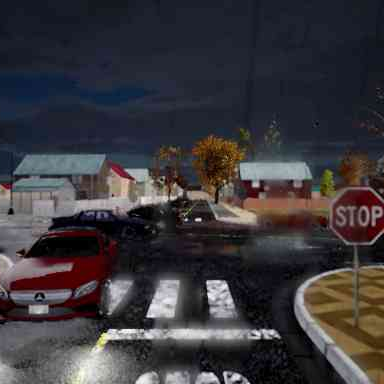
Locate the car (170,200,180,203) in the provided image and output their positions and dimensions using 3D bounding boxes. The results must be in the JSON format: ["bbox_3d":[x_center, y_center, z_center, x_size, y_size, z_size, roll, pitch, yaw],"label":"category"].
[{"bbox_3d":[-2.870,1.749,31.365,2.033,1.411,5.357,0,0,8],"label":"car"}]

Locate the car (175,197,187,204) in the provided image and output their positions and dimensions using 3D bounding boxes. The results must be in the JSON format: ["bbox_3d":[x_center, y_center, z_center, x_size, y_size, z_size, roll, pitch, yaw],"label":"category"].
[{"bbox_3d":[-2.011,1.786,42.429,1.837,1.490,4.892,0,0,2],"label":"car"}]

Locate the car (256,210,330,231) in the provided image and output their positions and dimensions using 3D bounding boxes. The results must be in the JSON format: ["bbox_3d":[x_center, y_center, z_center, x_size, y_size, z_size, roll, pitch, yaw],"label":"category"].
[{"bbox_3d":[6.679,1.857,22.431,4.718,1.301,1.895,1,-1,8],"label":"car"}]

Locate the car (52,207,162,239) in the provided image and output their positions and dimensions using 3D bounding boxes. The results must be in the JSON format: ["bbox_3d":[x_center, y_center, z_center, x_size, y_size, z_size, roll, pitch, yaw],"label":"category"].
[{"bbox_3d":[-4.572,1.603,17.219,5.357,1.411,2.033,1,-1,8],"label":"car"}]

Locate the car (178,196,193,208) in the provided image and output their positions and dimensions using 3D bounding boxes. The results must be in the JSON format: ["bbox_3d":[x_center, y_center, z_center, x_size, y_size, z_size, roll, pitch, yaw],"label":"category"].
[{"bbox_3d":[-1.522,1.603,54.917,2.150,2.045,5.566,0,-1,2],"label":"car"}]

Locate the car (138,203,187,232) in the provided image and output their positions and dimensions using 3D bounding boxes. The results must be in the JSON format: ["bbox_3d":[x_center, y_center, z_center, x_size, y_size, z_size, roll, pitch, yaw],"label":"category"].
[{"bbox_3d":[-3.019,1.614,20.483,4.892,1.490,1.837,0,-1,8],"label":"car"}]

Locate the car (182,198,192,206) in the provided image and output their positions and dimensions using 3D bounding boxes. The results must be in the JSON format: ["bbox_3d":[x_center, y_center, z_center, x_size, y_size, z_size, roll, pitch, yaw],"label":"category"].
[{"bbox_3d":[-0.944,2.018,68.377,1.812,1.442,4.674,0,-1,2],"label":"car"}]

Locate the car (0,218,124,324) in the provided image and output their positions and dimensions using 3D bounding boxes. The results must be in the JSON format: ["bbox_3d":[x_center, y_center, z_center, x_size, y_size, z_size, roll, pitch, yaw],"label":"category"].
[{"bbox_3d":[-2.687,1.568,7.471,1.812,1.442,4.674,1,0,-8],"label":"car"}]
